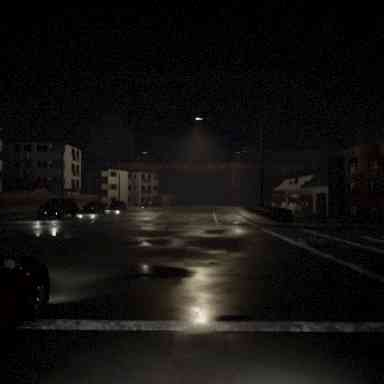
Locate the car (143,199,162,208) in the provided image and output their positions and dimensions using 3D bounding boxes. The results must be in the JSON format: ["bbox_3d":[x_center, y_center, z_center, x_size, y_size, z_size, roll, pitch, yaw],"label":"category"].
[{"bbox_3d":[-7.901,2.192,66.815,2.097,1.767,4.553,0,-1,29],"label":"car"}]

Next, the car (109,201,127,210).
[{"bbox_3d":[-12.028,2.166,53.948,1.837,1.490,4.892,0,-1,7],"label":"car"}]

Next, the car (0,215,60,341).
[{"bbox_3d":[-3.661,1.383,4.540,2.097,1.767,4.553,0,-1,-4],"label":"car"}]

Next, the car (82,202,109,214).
[{"bbox_3d":[-12.929,1.999,43.776,1.882,1.535,5.008,0,-1,4],"label":"car"}]

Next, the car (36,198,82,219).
[{"bbox_3d":[-13.491,1.604,33.716,2.150,2.045,5.566,0,-1,3],"label":"car"}]
